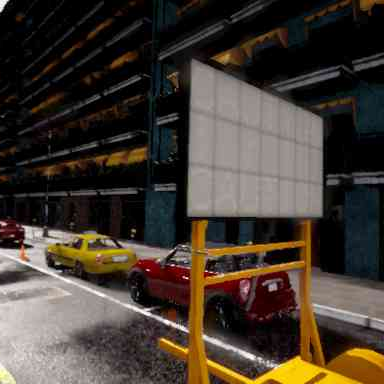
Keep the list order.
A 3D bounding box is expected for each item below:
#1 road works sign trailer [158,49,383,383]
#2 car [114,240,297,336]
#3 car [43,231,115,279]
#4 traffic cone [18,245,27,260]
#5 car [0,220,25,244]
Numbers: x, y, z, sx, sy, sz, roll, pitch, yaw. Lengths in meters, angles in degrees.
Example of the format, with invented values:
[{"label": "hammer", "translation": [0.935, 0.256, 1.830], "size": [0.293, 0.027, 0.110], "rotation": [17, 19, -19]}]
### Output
[{"label": "road works sign trailer", "translation": [0.595, 0.682, 3.483], "size": [2.380, 3.560, 2.880], "rotation": [4, -4, -43]}, {"label": "car", "translation": [0.198, 1.874, 7.723], "size": [1.967, 1.590, 4.097], "rotation": [4, -4, -43]}, {"label": "car", "translation": [-3.816, 2.081, 11.949], "size": [1.752, 1.417, 4.829], "rotation": [4, -4, -43]}, {"label": "traffic cone", "translation": [-7.137, 2.536, 14.018], "size": [0.340, 0.580, 0.340], "rotation": [4, -4, -43]}, {"label": "car", "translation": [-11.491, 2.333, 20.040], "size": [1.887, 1.381, 4.507], "rotation": [4, -4, -43]}]
